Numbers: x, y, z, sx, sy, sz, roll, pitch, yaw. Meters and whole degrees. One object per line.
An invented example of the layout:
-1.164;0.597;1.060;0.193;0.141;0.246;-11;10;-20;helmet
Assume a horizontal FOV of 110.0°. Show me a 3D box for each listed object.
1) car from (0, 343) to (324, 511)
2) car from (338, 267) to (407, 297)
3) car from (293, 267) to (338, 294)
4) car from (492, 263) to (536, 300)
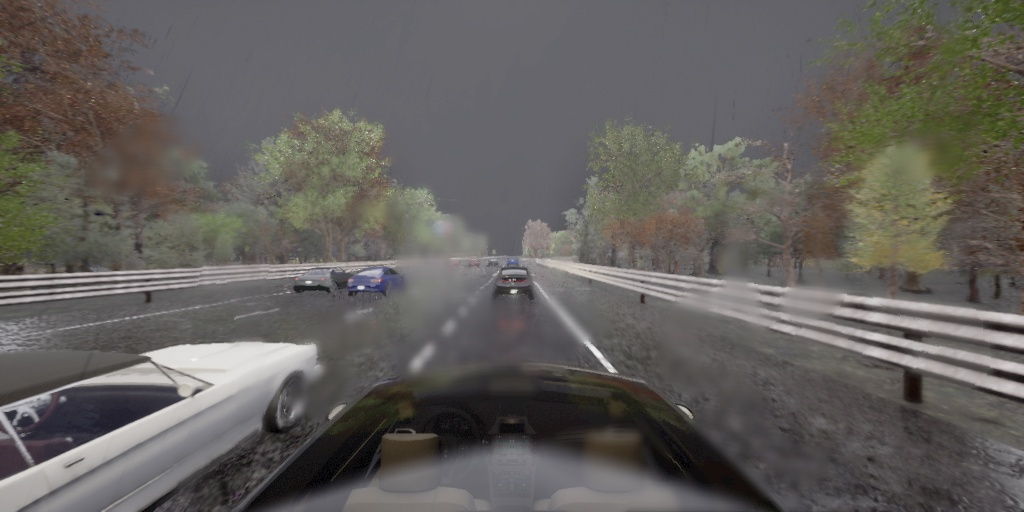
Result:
-3.402;1.349;2.571;1.895;1.301;4.718;0;0;0;car
-6.901;1.273;18.683;1.812;1.442;4.674;0;0;0;car
-10.398;1.310;20.339;1.994;1.385;4.181;0;0;0;car
0.100;1.256;17.633;1.837;1.490;4.892;0;0;0;car
